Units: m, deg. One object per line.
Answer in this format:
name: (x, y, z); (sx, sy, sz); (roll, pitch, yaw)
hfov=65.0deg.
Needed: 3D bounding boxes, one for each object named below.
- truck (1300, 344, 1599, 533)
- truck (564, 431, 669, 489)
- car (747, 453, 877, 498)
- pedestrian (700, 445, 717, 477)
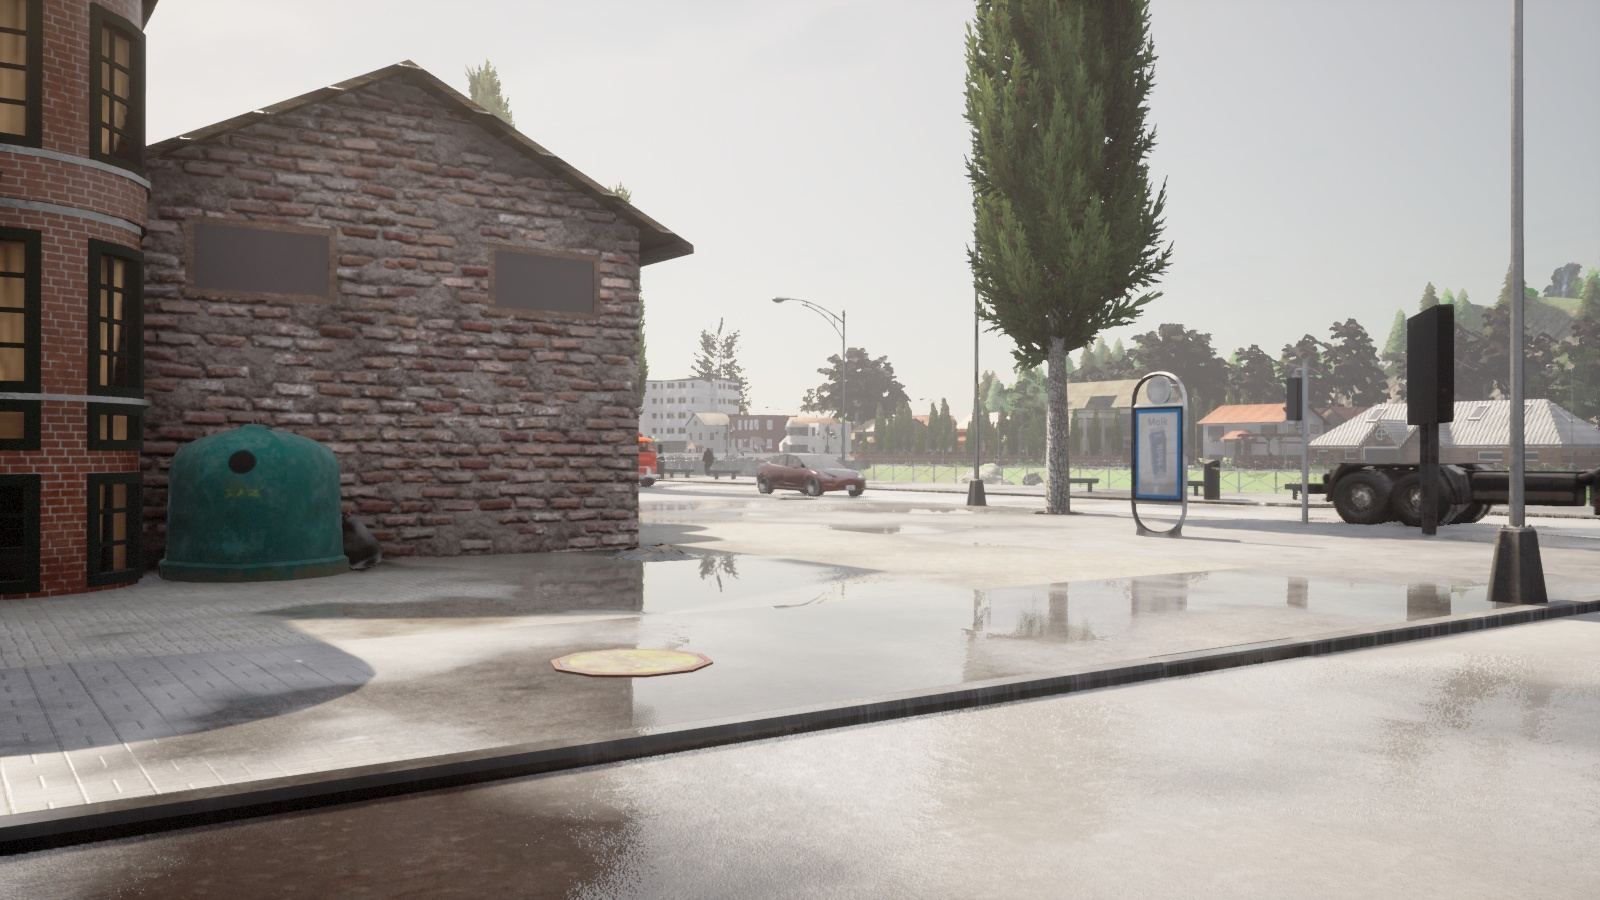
truck: (14.516, -0.207, 25.071); (2.891, 3.462, 7.936); (0, 0, -45)
truck: (-8.285, 0.413, 56.257); (2.627, 2.467, 5.204); (0, 0, -35)
car: (0.349, 0.851, 43.869); (2.163, 1.488, 4.792); (0, 0, -35)
pedestrian: (-5.355, 0.645, 73.253); (0.634, 1.844, 0.899); (0, 0, -35)
